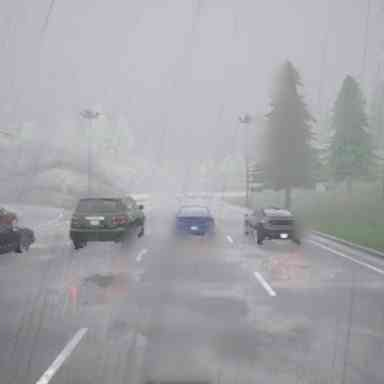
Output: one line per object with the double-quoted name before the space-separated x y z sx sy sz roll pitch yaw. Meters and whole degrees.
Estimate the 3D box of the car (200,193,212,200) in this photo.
"car" 3.518 1.220 84.031 1.895 1.301 4.718 0 0 2

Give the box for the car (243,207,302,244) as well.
"car" 3.595 1.437 15.386 1.837 1.490 4.892 0 0 0

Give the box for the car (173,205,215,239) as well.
"car" 0.097 1.402 16.886 1.882 1.535 5.008 0 0 0

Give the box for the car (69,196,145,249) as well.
"car" -3.405 1.158 14.343 2.150 2.045 5.566 0 0 0

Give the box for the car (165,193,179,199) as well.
"car" -5.634 1.113 94.748 2.033 1.411 5.357 0 0 17

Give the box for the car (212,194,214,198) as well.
"car" 4.983 1.076 93.862 2.033 1.411 5.357 0 0 17

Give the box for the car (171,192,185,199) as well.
"car" -3.471 1.216 84.605 1.895 1.301 4.718 0 0 2

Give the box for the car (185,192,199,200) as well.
"car" 0.019 1.220 84.003 1.895 1.301 4.718 0 0 2

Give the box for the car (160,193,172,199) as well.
"car" -6.971 1.145 84.665 1.812 1.442 4.674 0 0 2

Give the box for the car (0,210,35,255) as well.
"car" -6.916 1.502 10.268 2.033 1.411 5.357 0 0 0
